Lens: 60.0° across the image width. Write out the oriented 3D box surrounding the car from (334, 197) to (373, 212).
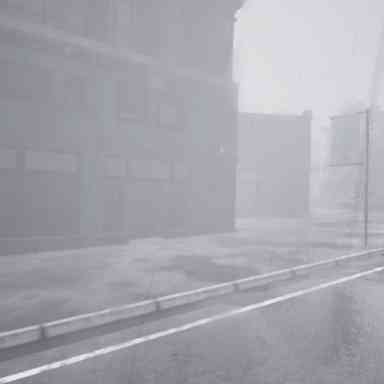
[{"bbox_3d":[16.917,1.264,35.046,2.128,1.511,4.902,1,0,-5],"label":"car"}]
